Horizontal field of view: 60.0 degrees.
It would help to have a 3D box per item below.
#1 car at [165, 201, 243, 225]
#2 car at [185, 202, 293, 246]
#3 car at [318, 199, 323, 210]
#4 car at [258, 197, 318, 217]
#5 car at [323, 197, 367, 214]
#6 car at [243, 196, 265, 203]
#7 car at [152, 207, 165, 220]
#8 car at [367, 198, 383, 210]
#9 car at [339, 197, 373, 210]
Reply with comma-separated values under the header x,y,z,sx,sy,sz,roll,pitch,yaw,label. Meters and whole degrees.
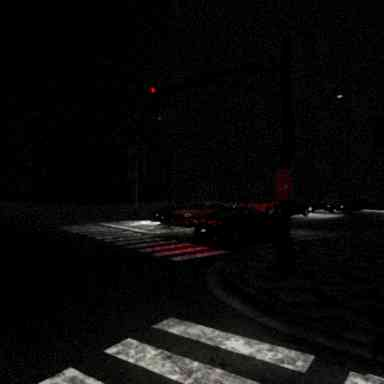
x,y,z,sx,sy,sz,roll,pitch,yaw,label
0.905,1.403,22.594,5.008,1.535,1.882,0,0,-40,car
2.324,1.433,15.298,5.008,1.535,1.882,0,-1,-42,car
13.428,1.439,36.933,4.674,1.442,1.812,0,0,-39,car
8.283,1.417,28.584,4.902,1.511,2.128,0,0,-39,car
16.113,1.529,34.928,4.718,1.301,1.895,0,0,-39,car
5.791,1.263,30.744,4.553,1.767,2.097,0,0,-39,car
-0.972,1.475,25.264,4.181,1.385,1.994,0,0,-39,car
24.046,1.461,41.310,4.674,1.442,1.812,0,0,-38,car
21.498,1.412,43.432,4.902,1.511,2.128,0,0,-39,car
